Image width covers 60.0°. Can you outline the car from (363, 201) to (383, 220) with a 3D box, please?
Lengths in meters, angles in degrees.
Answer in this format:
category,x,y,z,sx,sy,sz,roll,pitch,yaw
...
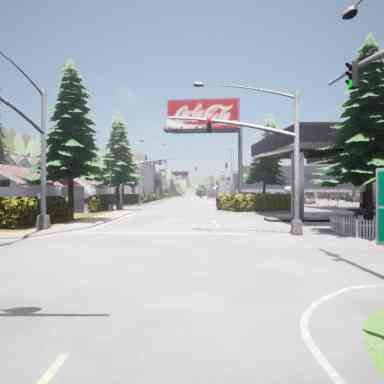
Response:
category,x,y,z,sx,sy,sz,roll,pitch,yaw
car,18.621,1.672,30.662,4.611,1.667,2.242,0,0,0

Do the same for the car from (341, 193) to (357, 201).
category,x,y,z,sx,sy,sz,roll,pitch,yaw
car,34.732,1.489,71.890,2.007,1.523,4.514,0,0,0

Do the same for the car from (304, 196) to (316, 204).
category,x,y,z,sx,sy,sz,roll,pitch,yaw
car,22.347,1.552,64.068,1.970,1.475,3.806,0,0,0

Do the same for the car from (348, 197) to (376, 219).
category,x,y,z,sx,sy,sz,roll,pitch,yaw
car,14.308,1.505,24.982,3.866,1.878,1.905,0,0,0
